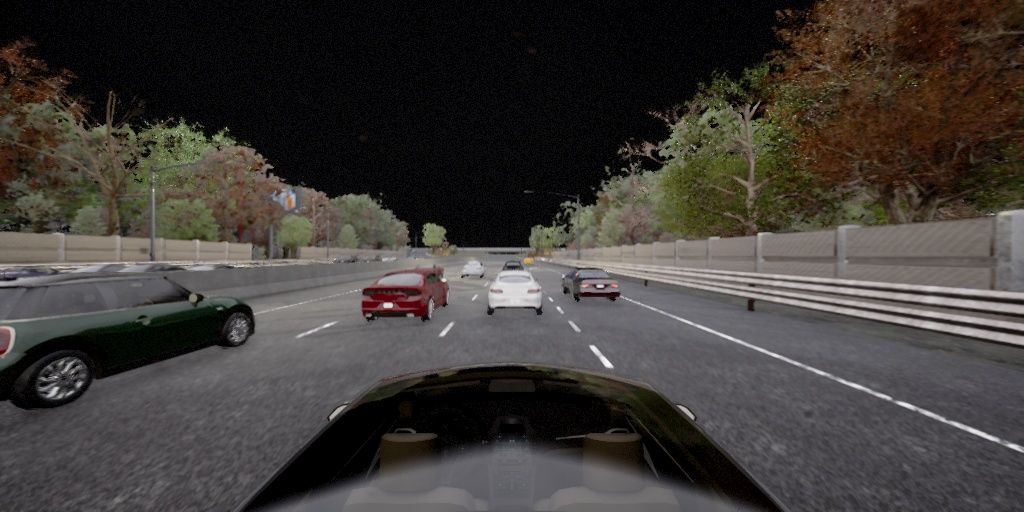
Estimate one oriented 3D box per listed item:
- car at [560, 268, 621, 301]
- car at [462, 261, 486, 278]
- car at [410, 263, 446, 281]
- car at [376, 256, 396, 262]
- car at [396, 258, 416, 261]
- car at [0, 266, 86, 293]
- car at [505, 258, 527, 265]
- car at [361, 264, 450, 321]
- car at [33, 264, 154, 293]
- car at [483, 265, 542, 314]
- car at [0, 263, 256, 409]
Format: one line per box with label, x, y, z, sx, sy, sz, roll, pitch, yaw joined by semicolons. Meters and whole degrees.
car;3.520;1.257;16.875;2.033;1.411;5.357;0;0;0
car;-3.414;1.200;32.333;1.812;1.442;4.674;0;0;0
car;-6.897;1.281;29.827;1.895;1.301;4.718;0;0;0
car;-21.012;1.166;61.924;2.033;1.411;5.357;0;0;0
car;-17.529;1.111;61.287;2.128;1.511;4.902;0;0;1
car;-28.100;1.304;20.479;1.895;1.301;4.718;0;0;0
car;0.102;1.182;31.192;1.837;1.490;4.892;0;0;0
car;-3.396;1.201;12.300;1.882;1.535;5.008;0;0;0
car;-24.599;1.227;21.416;1.812;1.442;4.674;0;0;0
car;0.100;1.246;13.424;1.812;1.442;4.674;0;0;0
car;-6.901;1.090;6.302;2.097;1.767;4.553;0;0;0
